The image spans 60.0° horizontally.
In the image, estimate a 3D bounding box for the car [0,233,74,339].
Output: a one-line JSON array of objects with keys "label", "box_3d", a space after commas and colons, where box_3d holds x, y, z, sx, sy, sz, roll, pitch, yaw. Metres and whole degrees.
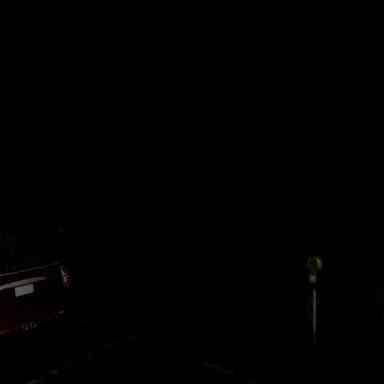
[{"label": "car", "box_3d": [-3.995, 1.440, 5.928, 4.097, 1.590, 1.967, 0, 0, 36]}]
